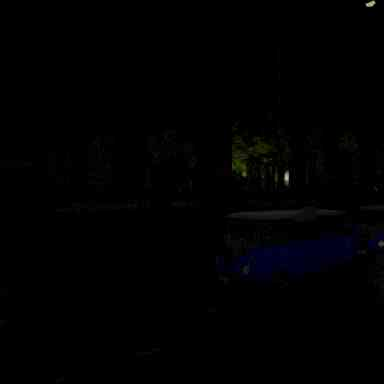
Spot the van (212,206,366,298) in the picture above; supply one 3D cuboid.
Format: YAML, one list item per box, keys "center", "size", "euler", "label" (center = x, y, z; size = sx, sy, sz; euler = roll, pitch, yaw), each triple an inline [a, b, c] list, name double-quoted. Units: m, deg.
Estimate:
- center: [2.368, 1.339, 8.234]
  size: [3.998, 1.788, 1.690]
  euler: [0, 0, -36]
  label: "van"

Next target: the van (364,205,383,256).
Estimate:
- center: [6.970, 1.336, 11.525]
  size: [3.998, 1.788, 1.690]
  euler: [0, 0, -36]
  label: "van"
